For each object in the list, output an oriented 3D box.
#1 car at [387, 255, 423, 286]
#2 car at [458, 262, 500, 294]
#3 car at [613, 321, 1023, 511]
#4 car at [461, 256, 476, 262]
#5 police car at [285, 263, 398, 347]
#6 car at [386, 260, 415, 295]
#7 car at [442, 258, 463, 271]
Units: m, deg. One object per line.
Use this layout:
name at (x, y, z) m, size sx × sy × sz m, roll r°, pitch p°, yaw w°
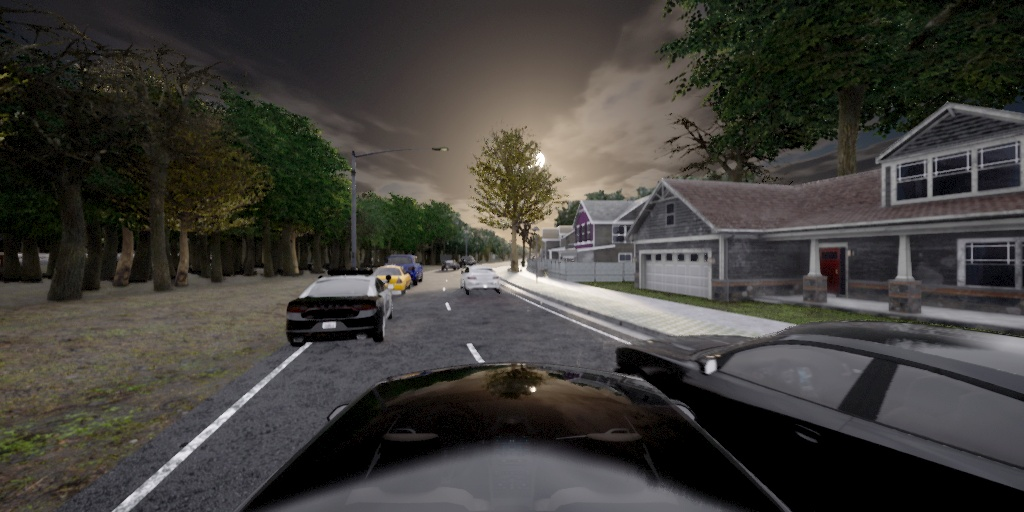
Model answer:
car at (-7.524, 0.951, 25.117) m, size 2.150 × 2.045 × 5.566 m, roll 0°, pitch 0°, yaw -9°
car at (-1.810, 1.255, 20.025) m, size 1.812 × 1.442 × 4.674 m, roll 0°, pitch 0°, yaw -12°
car at (2.714, 1.226, 2.605) m, size 1.882 × 1.535 × 5.008 m, roll 0°, pitch 0°, yaw -18°
car at (-7.781, 0.997, 63.750) m, size 2.150 × 2.045 × 5.566 m, roll 0°, pitch 0°, yaw 4°
police car at (-4.282, 1.168, 9.611) m, size 1.930 × 1.638 × 5.238 m, roll 0°, pitch 0°, yaw -15°
car at (-6.519, 1.188, 19.393) m, size 1.801 × 1.575 × 5.366 m, roll 0°, pitch 0°, yaw -11°
car at (-8.217, 1.227, 48.117) m, size 1.812 × 1.442 × 4.674 m, roll 0°, pitch 0°, yaw 0°
